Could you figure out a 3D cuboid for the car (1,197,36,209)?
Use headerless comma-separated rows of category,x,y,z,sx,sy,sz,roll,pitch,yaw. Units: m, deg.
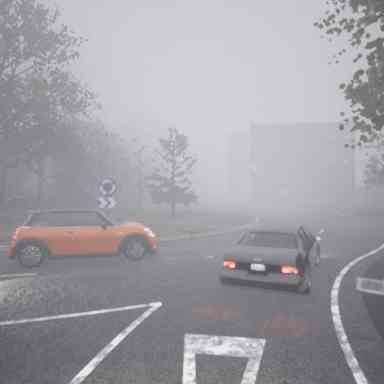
car,-21.998,1.414,41.554,4.892,1.490,1.837,1,-1,-40

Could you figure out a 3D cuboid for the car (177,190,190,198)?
car,-1.692,0.372,66.677,2.033,1.411,5.357,0,6,11

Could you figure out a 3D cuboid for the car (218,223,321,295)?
car,2.318,1.534,8.889,2.033,1.411,5.357,0,0,24

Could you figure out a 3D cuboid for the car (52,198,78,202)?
car,-17.226,1.525,44.540,4.181,1.385,1.994,1,0,-22

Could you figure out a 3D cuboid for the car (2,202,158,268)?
car,-3.463,1.334,11.111,4.553,1.767,2.097,0,0,-19
